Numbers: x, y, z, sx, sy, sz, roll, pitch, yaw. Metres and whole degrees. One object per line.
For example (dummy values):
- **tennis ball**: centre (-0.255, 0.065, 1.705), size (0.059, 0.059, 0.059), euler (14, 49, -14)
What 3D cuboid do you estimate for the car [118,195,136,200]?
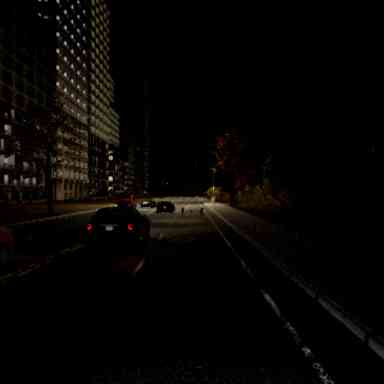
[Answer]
- **car**: centre (-9.775, 1.431, 49.906), size (2.150, 2.045, 5.566), euler (0, 0, 1)

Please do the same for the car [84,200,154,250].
- **car**: centre (-3.141, 1.412, 14.752), size (2.097, 1.767, 4.553), euler (0, 0, 0)

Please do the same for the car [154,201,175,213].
- **car**: centre (-3.129, 1.730, 40.164), size (1.994, 1.385, 4.181), euler (0, 0, 0)

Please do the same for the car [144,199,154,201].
- **car**: centre (-6.525, 1.757, 49.989), size (2.033, 1.411, 5.357), euler (0, 0, 1)

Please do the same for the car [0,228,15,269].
- **car**: centre (-6.594, 1.513, 8.548), size (1.882, 1.535, 5.008), euler (0, 0, 0)

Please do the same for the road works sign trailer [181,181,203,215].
- **road works sign trailer**: centre (0.019, 0.609, 35.170), size (2.380, 3.560, 2.880), euler (0, 0, 0)
